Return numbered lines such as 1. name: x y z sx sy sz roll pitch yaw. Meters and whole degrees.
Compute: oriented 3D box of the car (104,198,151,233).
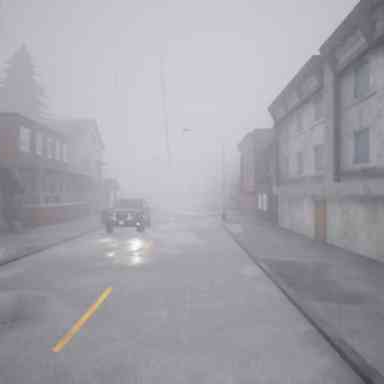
1. car: -3.955 1.391 21.430 2.150 2.045 5.566 0 -1 0
